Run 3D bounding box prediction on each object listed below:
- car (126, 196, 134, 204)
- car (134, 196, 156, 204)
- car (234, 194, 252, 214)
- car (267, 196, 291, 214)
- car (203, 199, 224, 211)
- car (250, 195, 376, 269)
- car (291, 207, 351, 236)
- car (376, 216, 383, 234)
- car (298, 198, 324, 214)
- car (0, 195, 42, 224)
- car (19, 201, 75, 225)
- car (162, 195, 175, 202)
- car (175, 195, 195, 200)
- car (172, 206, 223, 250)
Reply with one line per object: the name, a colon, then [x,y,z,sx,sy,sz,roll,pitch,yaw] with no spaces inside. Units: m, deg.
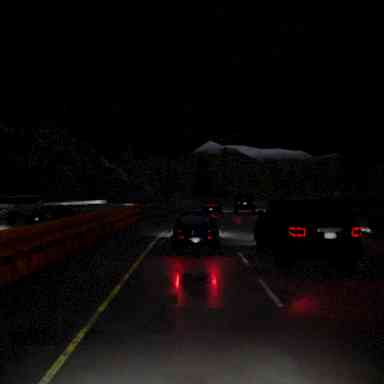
car: [-11.480,1.561,66.806,1.837,1.490,4.892,0,0,19]
car: [-8.652,1.562,64.276,1.837,1.490,4.892,0,0,19]
car: [5.712,1.253,35.680,2.150,2.045,5.566,0,0,10]
car: [9.427,1.384,36.326,2.097,1.767,4.553,0,0,10]
car: [2.377,1.538,36.681,1.837,1.490,4.892,0,0,10]
car: [3.621,1.231,11.355,2.150,2.045,5.566,0,0,0]
car: [7.380,1.618,19.560,1.895,1.301,4.718,0,0,3]
car: [10.728,1.562,16.304,2.033,1.411,5.357,0,0,2]
car: [13.034,1.510,36.681,1.882,1.535,5.008,0,0,10]
car: [-13.448,1.245,25.310,2.150,2.045,5.566,0,0,6]
car: [-10.020,1.586,23.756,1.994,1.385,4.181,0,0,5]
car: [-4.200,1.415,66.412,2.097,1.767,4.553,0,0,20]
car: [-0.909,1.555,65.192,2.128,1.511,4.902,0,0,21]
car: [0.176,1.539,14.248,1.812,1.442,4.674,0,0,1]
